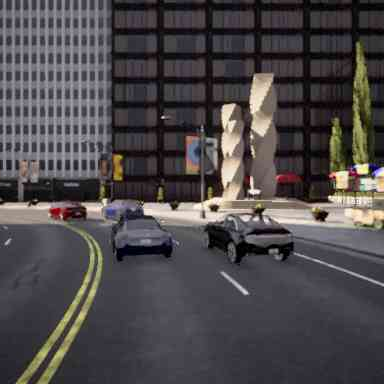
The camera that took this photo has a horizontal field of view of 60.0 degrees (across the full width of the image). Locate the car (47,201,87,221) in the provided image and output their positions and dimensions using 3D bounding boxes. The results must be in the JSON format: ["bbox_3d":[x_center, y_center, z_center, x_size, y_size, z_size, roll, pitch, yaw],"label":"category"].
[{"bbox_3d":[-10.443,1.526,27.703,1.882,1.535,5.008,0,0,-40],"label":"car"}]

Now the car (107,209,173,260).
[{"bbox_3d":[-2.070,1.583,12.782,1.994,1.385,4.181,0,0,-16],"label":"car"}]

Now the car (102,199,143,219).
[{"bbox_3d":[-5.761,1.395,27.410,2.097,1.767,4.553,0,0,-36],"label":"car"}]

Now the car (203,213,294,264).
[{"bbox_3d":[1.777,1.506,11.973,2.128,1.511,4.902,0,0,-14],"label":"car"}]
